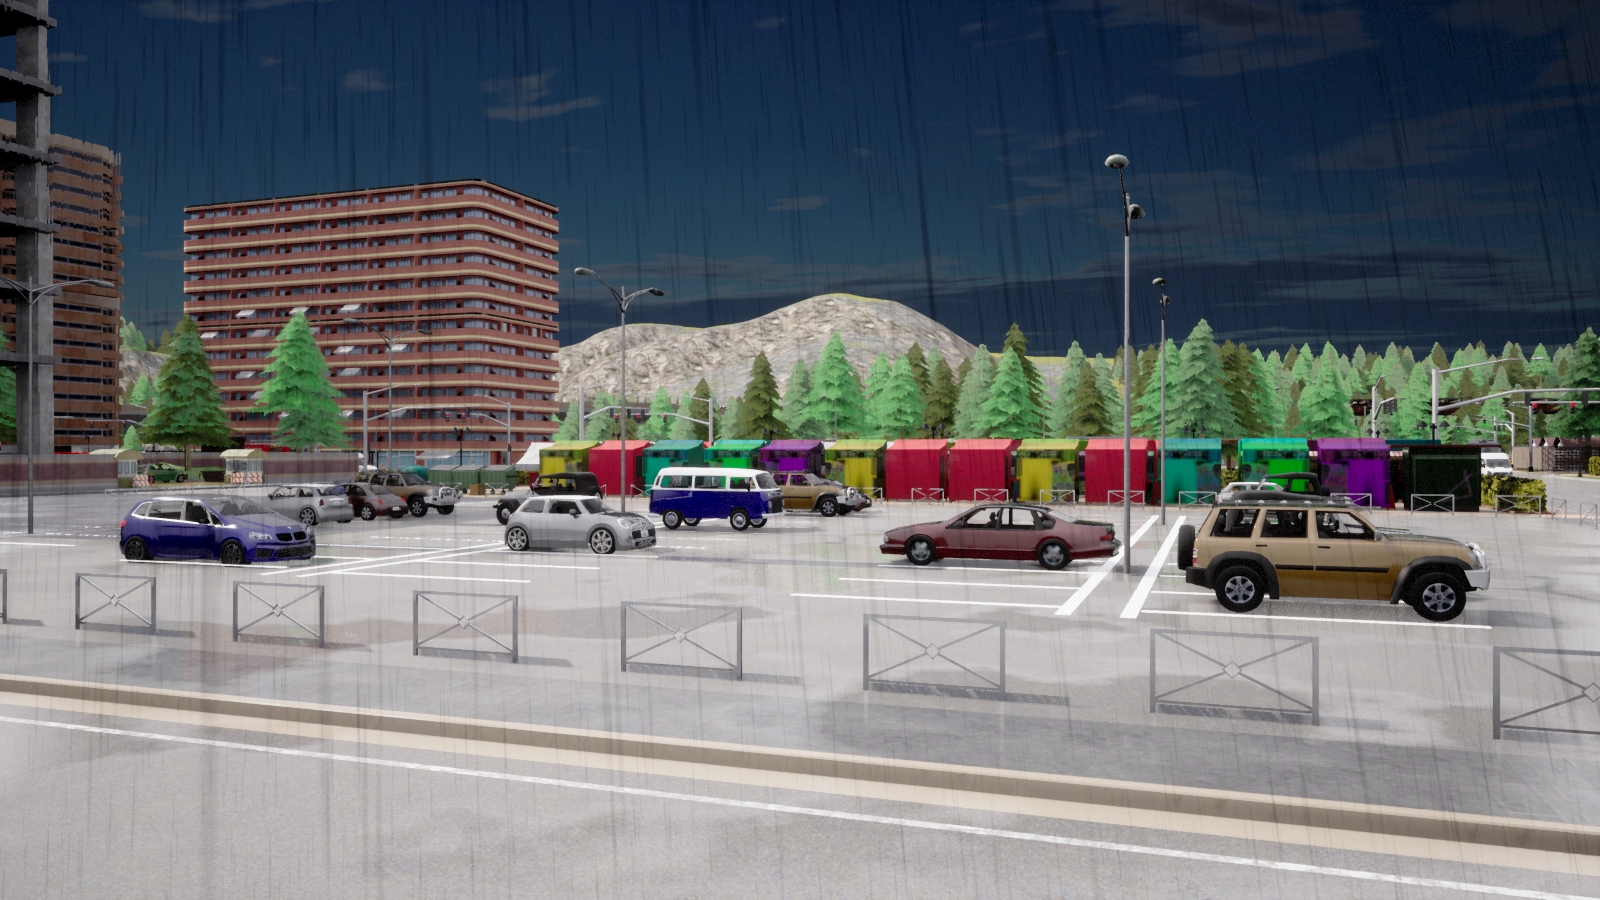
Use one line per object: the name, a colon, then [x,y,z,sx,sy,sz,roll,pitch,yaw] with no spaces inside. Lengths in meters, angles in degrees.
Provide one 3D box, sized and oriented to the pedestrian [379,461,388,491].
pedestrian: [-26.283,1.643,72.064,0.375,1.860,0.375,0,0,19]
